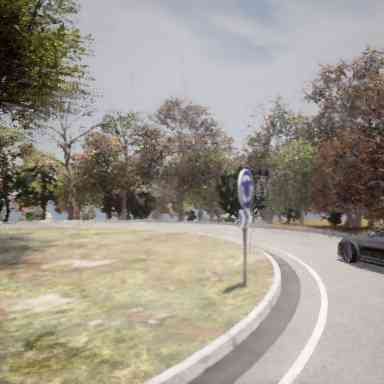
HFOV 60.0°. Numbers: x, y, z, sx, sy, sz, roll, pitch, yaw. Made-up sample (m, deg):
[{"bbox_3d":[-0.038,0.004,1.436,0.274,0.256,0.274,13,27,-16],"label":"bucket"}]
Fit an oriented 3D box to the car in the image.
[{"bbox_3d":[6.515,1.674,10.174,1.994,1.385,4.181,-1,-1,-17],"label":"car"}]
